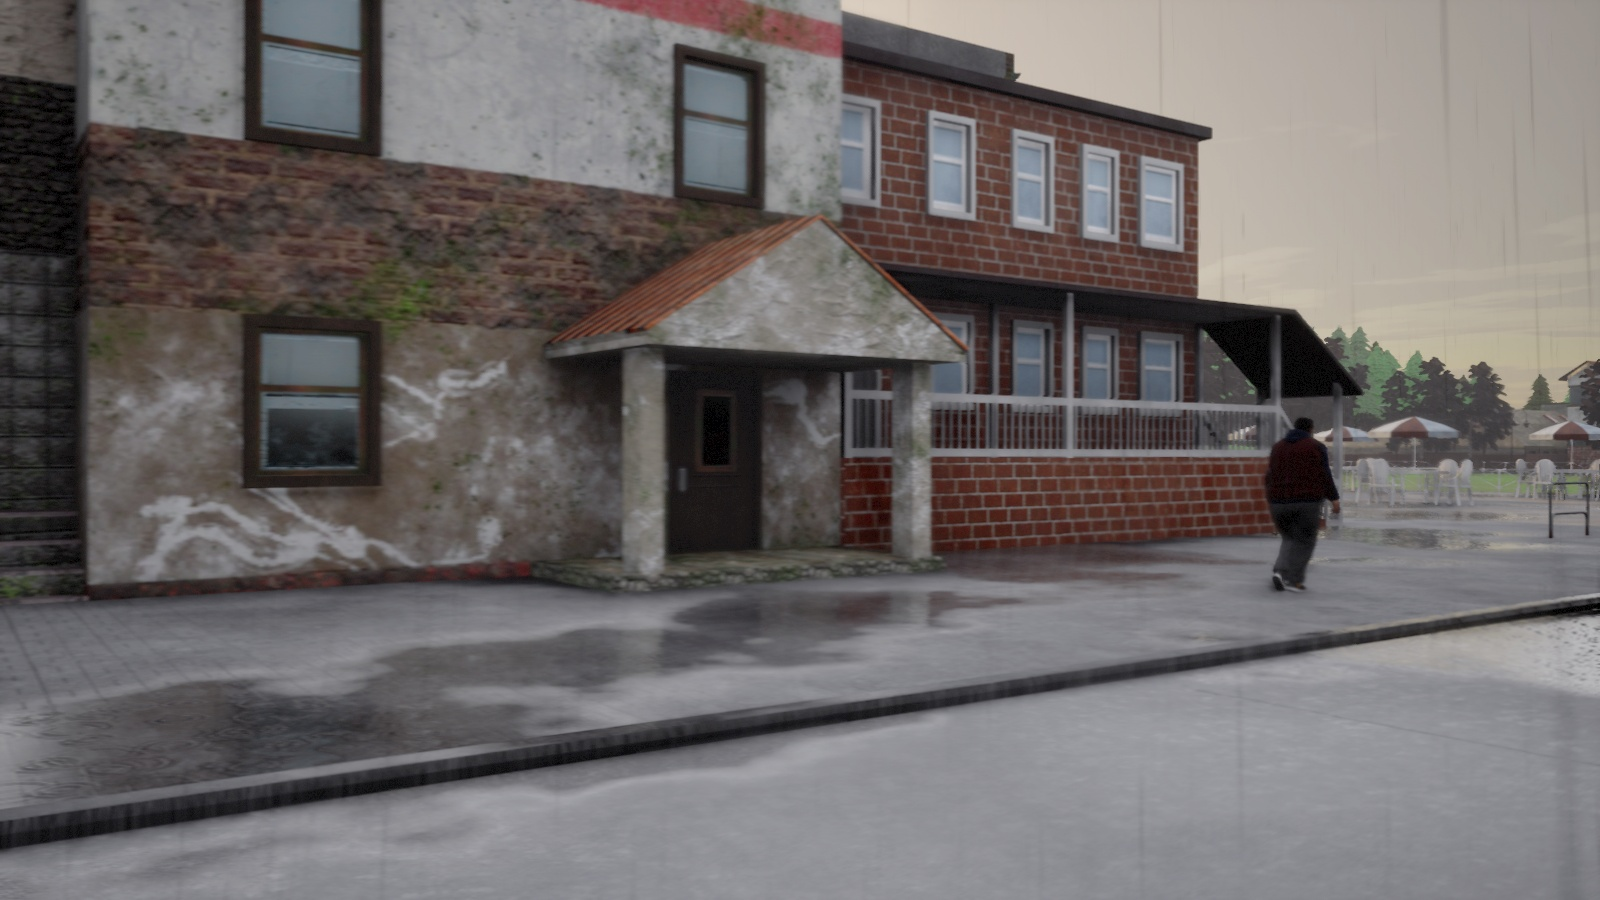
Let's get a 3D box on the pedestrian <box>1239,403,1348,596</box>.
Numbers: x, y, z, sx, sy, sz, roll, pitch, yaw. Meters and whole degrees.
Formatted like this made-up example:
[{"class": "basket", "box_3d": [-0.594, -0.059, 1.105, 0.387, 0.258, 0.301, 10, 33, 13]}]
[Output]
[{"class": "pedestrian", "box_3d": [4.925, 0.475, 12.524, 0.899, 1.844, 0.634, 0, 0, -37]}]
